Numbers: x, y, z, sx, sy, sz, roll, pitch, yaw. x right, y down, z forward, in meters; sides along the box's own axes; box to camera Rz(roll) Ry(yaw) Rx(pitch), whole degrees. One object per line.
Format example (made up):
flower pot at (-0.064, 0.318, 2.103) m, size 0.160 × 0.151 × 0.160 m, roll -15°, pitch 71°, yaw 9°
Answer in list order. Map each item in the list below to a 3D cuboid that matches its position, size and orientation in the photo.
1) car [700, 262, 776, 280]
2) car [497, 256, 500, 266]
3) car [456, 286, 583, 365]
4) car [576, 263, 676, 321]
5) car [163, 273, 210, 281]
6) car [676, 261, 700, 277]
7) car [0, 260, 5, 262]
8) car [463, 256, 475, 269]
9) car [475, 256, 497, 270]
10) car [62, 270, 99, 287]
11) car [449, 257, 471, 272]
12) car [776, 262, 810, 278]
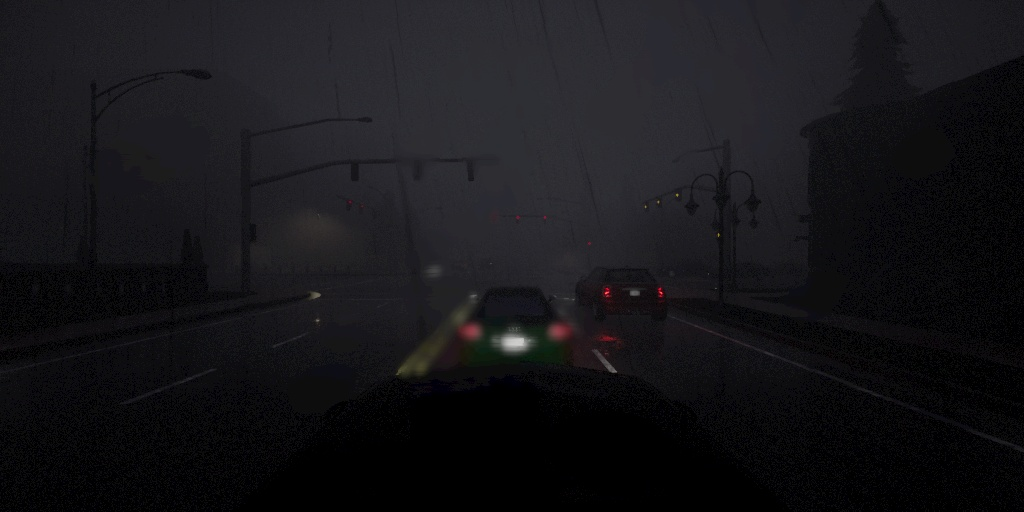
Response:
car at (18.948, 1.255, 30.197) m, size 4.892 × 1.490 × 1.837 m, roll 0°, pitch 0°, yaw -1°
car at (-3.595, 1.241, 59.777) m, size 2.128 × 1.511 × 4.902 m, roll 0°, pitch 0°, yaw 0°
car at (0.063, 1.314, 7.558) m, size 1.994 × 1.385 × 4.181 m, roll 0°, pitch 0°, yaw 0°
car at (3.579, 1.102, 12.570) m, size 2.097 × 1.767 × 4.553 m, roll 0°, pitch 0°, yaw 0°
car at (-25.644, 1.351, 26.817) m, size 4.718 × 1.301 × 1.895 m, roll 0°, pitch 0°, yaw 0°
car at (16.186, 1.228, 33.636) m, size 5.008 × 1.535 × 1.882 m, roll 0°, pitch 0°, yaw -2°
car at (-50.612, 1.102, 33.984) m, size 4.553 × 1.767 × 2.097 m, roll 0°, pitch 0°, yaw 0°
car at (-7.101, 1.241, 57.223) m, size 2.128 × 1.511 × 4.902 m, roll 0°, pitch 0°, yaw 0°
car at (-3.605, 1.102, 50.733) m, size 2.097 × 1.767 × 4.553 m, roll 0°, pitch 0°, yaw 0°
car at (-27.001, 1.297, 23.318) m, size 5.357 × 1.411 × 2.033 m, roll 0°, pitch 0°, yaw 0°
car at (-7.110, 1.227, 47.797) m, size 1.882 × 1.535 × 5.008 m, roll 0°, pitch 0°, yaw 0°
car at (25.517, 1.276, 33.904) m, size 4.674 × 1.442 × 1.812 m, roll 0°, pitch 0°, yaw -4°
